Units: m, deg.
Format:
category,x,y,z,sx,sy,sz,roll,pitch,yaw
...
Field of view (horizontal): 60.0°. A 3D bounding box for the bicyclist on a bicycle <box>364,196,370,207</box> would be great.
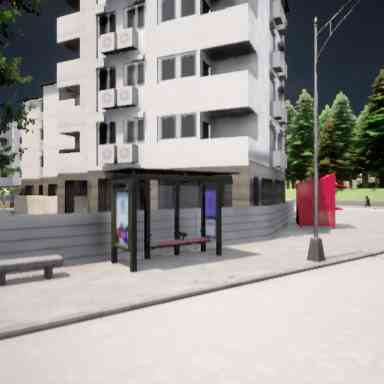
category,x,y,z,sx,sy,sz,roll,pitch,yaw
bicyclist on a bicycle,24.677,1.323,46.844,1.656,1.620,0.582,0,0,-35
